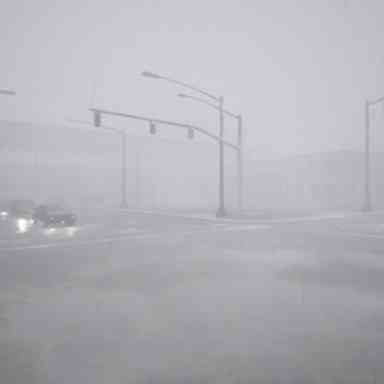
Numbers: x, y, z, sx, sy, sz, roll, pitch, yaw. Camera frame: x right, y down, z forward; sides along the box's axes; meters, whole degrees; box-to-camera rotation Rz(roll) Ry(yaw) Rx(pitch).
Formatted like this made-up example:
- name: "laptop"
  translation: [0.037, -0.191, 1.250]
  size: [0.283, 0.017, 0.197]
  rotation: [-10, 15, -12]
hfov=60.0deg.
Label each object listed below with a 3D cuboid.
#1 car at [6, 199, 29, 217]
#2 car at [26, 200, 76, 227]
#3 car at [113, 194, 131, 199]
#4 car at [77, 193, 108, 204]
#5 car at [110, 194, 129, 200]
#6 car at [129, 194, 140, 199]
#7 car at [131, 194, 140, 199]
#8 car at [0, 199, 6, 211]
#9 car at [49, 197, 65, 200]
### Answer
- name: "car"
  translation: [-15.752, 1.471, 31.324]
  size: [2.128, 1.511, 4.902]
  rotation: [0, 0, -37]
- name: "car"
  translation: [-9.822, 1.534, 23.379]
  size: [2.033, 1.411, 5.357]
  rotation: [0, 0, -37]
- name: "car"
  translation: [-19.177, 1.196, 90.728]
  size: [4.536, 1.218, 1.853]
  rotation: [0, 0, 24]
- name: "car"
  translation: [-19.537, 1.159, 64.434]
  size: [2.150, 2.045, 5.566]
  rotation: [0, 0, 29]
- name: "car"
  translation: [-19.129, 1.354, 90.707]
  size: [4.974, 1.542, 2.038]
  rotation: [0, 0, 24]
- name: "car"
  translation: [-15.399, 1.351, 90.796]
  size: [2.038, 1.542, 4.974]
  rotation: [0, 0, -6]
- name: "car"
  translation: [-15.405, 1.193, 90.847]
  size: [1.853, 1.218, 4.536]
  rotation: [0, 0, -6]
- name: "car"
  translation: [-21.519, 1.537, 39.431]
  size: [1.994, 1.385, 4.181]
  rotation: [0, 0, -33]
- name: "car"
  translation: [-22.156, 1.478, 54.849]
  size: [1.812, 1.442, 4.674]
  rotation: [0, 0, 2]
